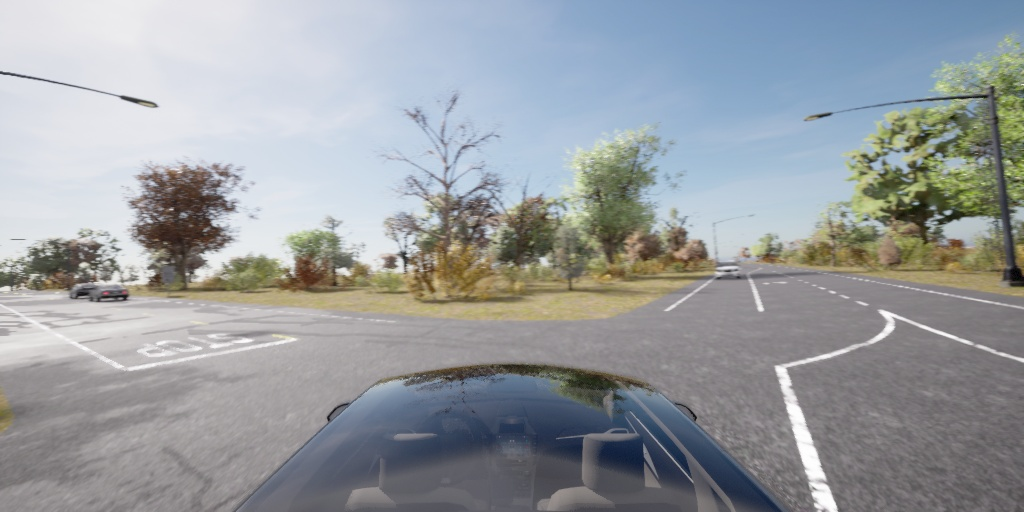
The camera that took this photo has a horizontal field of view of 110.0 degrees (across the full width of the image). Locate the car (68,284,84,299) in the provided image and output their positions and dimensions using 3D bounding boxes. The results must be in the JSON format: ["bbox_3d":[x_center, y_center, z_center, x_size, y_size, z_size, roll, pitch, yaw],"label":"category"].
[{"bbox_3d":[-44.448,3.643,37.404,4.892,1.490,1.837,-3,-2,33],"label":"car"}]

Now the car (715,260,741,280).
[{"bbox_3d":[23.788,1.517,39.524,2.150,2.045,5.566,-5,-3,32],"label":"car"}]

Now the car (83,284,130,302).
[{"bbox_3d":[-35.584,3.239,31.653,5.357,1.411,2.033,-3,-2,33],"label":"car"}]
